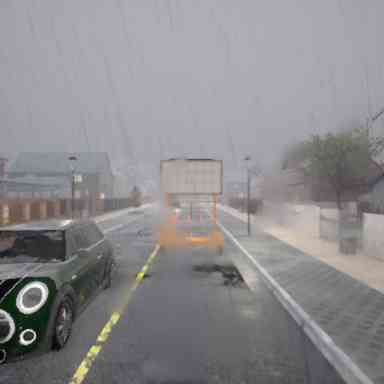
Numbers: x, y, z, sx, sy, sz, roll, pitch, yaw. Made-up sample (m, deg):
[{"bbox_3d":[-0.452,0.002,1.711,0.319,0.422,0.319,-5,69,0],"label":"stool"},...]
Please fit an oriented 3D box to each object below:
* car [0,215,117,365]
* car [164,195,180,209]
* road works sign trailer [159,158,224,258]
[{"bbox_3d":[-2.864,1.370,6.194,2.097,1.767,4.553,0,0,0],"label":"car"},{"bbox_3d":[-2.975,1.446,50.692,2.150,2.045,5.566,0,-1,0],"label":"car"},{"bbox_3d":[-0.022,0.503,12.925,2.380,3.560,2.880,0,0,0],"label":"road works sign trailer"}]
